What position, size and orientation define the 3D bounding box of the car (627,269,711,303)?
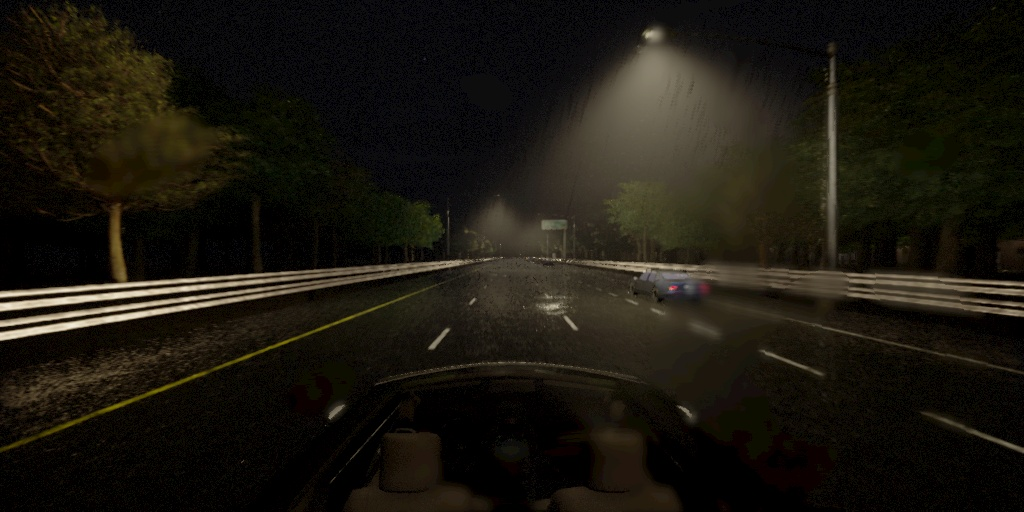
[{"bbox_3d":[7.008,1.311,16.653,2.033,1.411,5.357,0,0,0],"label":"car"}]
